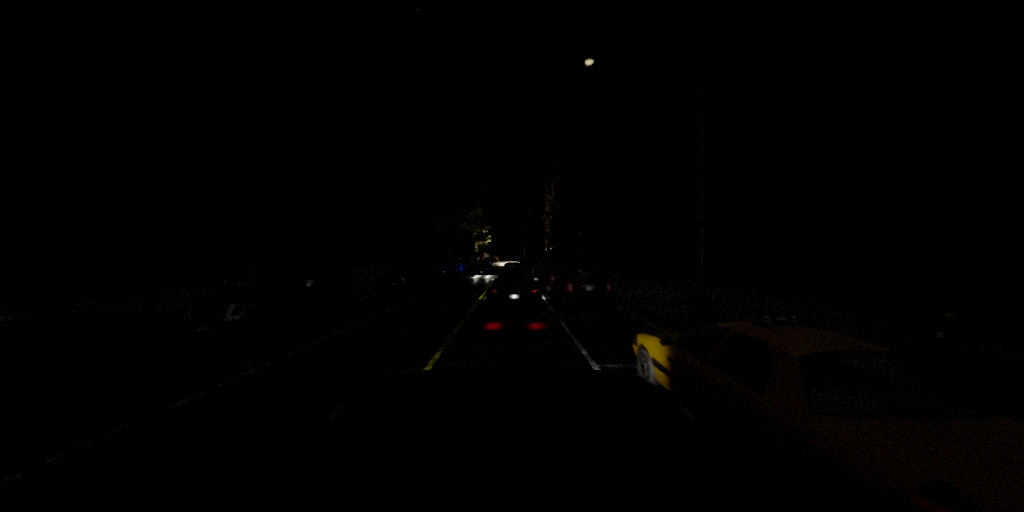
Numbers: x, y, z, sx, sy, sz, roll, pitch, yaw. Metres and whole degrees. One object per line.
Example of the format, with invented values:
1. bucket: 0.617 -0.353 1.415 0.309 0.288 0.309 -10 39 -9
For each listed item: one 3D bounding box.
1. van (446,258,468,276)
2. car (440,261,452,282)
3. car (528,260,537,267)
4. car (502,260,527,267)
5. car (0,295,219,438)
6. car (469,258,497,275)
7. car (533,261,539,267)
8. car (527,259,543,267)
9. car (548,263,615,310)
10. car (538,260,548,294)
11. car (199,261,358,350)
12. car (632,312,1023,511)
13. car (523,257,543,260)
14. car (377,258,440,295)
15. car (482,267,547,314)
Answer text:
1. van: -5.772 1.079 36.362 1.690 1.789 3.998 0 0 0
2. car: -5.769 1.285 25.509 1.888 1.381 4.507 0 0 0
3. car: 2.755 1.290 30.924 2.007 1.370 4.403 0 0 0
4. car: 0.082 1.265 29.761 1.812 1.442 4.674 0 0 0
5. car: -5.764 1.331 3.806 1.802 1.307 4.207 0 0 0
6. car: -3.105 1.286 39.044 2.033 1.411 5.357 0 0 0
7. car: 2.755 1.286 25.499 1.888 1.381 4.507 0 0 0
8. car: 2.753 1.264 36.519 1.751 1.417 4.829 0 0 0
9. car: 2.759 1.183 14.649 1.967 1.591 4.097 0 0 0
10. car: 2.757 1.181 20.074 1.967 1.591 4.097 0 0 0
11. car: -5.765 1.060 9.232 2.192 1.841 5.009 0 0 0
12. car: 2.761 1.274 3.969 1.751 1.417 4.829 0 0 0
13. car: 2.752 1.052 41.774 2.192 1.841 5.009 0 0 0
14. car: -5.768 1.056 20.084 2.192 1.841 5.009 0 0 0
15. car: 0.083 1.308 13.844 1.994 1.385 4.181 0 0 0
